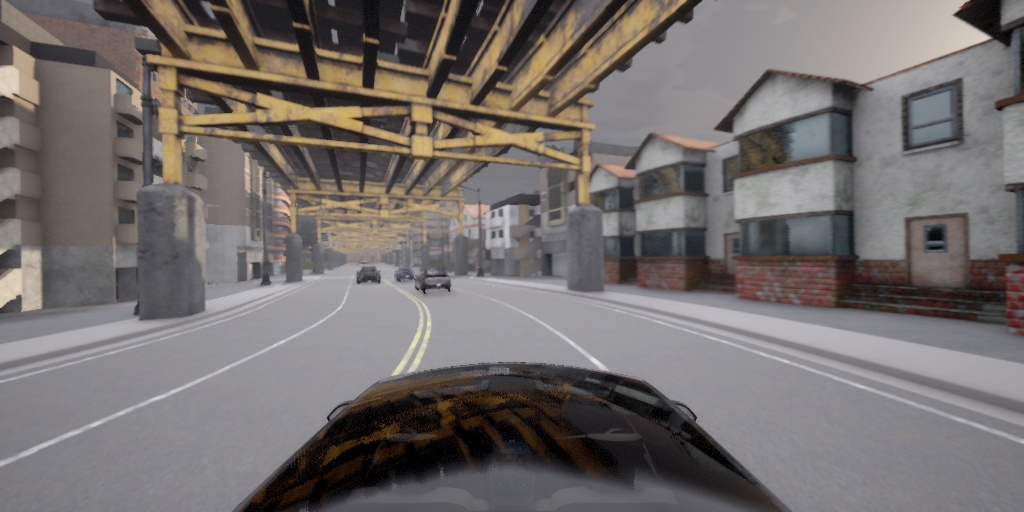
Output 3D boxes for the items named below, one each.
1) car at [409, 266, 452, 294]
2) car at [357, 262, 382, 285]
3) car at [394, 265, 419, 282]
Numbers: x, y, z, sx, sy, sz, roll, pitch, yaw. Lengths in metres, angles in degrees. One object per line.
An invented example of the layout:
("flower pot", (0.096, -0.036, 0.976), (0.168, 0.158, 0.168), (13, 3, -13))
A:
("car", (-5.343, 1.617, 23.980), (2.128, 1.511, 4.902), (-1, -1, -22))
("car", (-13.816, 1.783, 34.616), (2.097, 1.767, 4.553), (-1, -1, -23))
("car", (-11.568, 1.957, 38.736), (1.812, 1.442, 4.674), (-1, -1, -23))
